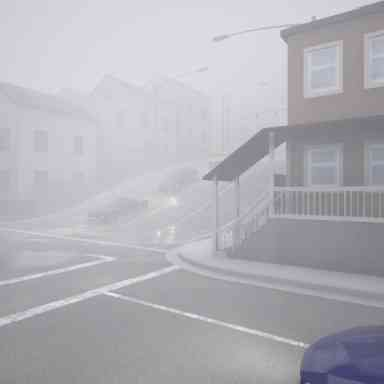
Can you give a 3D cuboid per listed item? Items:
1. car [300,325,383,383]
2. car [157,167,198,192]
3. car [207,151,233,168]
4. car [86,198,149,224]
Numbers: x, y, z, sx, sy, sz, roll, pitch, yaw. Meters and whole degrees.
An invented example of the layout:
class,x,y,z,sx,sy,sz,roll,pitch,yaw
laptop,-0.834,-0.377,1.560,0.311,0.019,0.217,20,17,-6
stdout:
class,x,y,z,sx,sy,sz,roll,pitch,yaw
car,2.981,1.526,1.838,4.674,1.442,1.812,0,0,36
car,-1.274,-1.266,30.156,1.837,1.490,4.892,0,20,34
car,3.516,-3.730,37.089,1.882,1.535,5.008,0,13,35
car,-5.360,1.258,24.187,1.895,1.301,4.718,0,12,34
